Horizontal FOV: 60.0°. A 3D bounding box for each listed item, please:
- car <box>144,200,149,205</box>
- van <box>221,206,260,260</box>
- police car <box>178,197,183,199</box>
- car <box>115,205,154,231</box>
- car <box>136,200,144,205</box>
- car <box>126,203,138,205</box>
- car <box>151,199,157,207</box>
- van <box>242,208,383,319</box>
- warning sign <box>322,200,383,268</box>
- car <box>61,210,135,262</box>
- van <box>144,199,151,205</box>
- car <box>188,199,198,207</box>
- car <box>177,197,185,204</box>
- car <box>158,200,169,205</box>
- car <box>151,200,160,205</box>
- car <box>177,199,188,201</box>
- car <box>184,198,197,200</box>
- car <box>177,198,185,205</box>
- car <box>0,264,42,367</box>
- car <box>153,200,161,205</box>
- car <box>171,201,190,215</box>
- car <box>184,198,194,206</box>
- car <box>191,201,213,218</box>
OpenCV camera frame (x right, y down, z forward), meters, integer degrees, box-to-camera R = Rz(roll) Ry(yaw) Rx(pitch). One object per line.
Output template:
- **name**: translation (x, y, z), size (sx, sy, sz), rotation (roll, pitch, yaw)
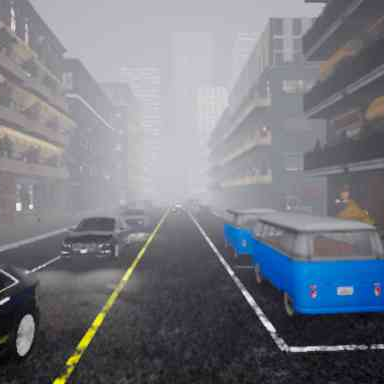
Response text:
- **car**: translation (-7.607, 2.194, 46.129), size (2.008, 1.369, 4.403), rotation (-1, -1, -2)
- **van**: translation (2.179, 1.474, 12.886), size (1.690, 1.788, 3.998), rotation (-1, -1, -2)
- **police car**: translation (-2.588, 2.421, 79.708), size (1.930, 1.638, 5.238), rotation (-1, -1, -2)
- **car**: translation (-4.059, 1.879, 23.570), size (2.033, 1.411, 5.357), rotation (-1, -1, -3)
- **car**: translation (-7.367, 2.013, 40.534), size (1.967, 1.590, 4.097), rotation (-1, -1, -2)
- **car**: translation (-7.122, 2.085, 34.937), size (1.802, 1.307, 4.206), rotation (-1, -1, -2)
- **car**: translation (-8.361, 2.171, 62.920), size (2.192, 1.841, 5.009), rotation (-1, -1, -2)
- **van**: translation (2.421, 1.404, 7.289), size (1.690, 1.788, 3.998), rotation (-1, -1, -2)
- **warning sign**: translation (4.713, 1.183, 9.831), size (1.300, 1.860, 1.060), rotation (0, 0, -2)
- **car**: translation (-3.614, 1.706, 13.205), size (1.837, 1.490, 4.892), rotation (-1, -1, -2)
- **van**: translation (-7.853, 2.055, 51.728), size (1.690, 1.788, 3.998), rotation (-1, -1, -2)
- **car**: translation (0.726, 2.082, 46.632), size (1.752, 1.417, 4.829), rotation (-1, -1, -2)
- **car**: translation (-3.174, 2.420, 95.613), size (2.150, 2.045, 5.566), rotation (-1, -1, -2)
- **car**: translation (-6.284, 2.295, 77.261), size (2.033, 1.411, 5.357), rotation (-1, -1, -2)
- **car**: translation (-9.331, 2.721, 85.302), size (1.802, 1.307, 4.206), rotation (-1, -1, -2)
- **car**: translation (-2.023, 2.160, 50.504), size (1.812, 1.442, 4.674), rotation (-1, -1, -2)
- **car**: translation (0.244, 2.010, 57.658), size (2.192, 1.841, 5.009), rotation (-1, -1, -2)
- **car**: translation (-2.913, 2.470, 89.558), size (2.097, 1.767, 4.553), rotation (-1, -1, -2)
- **car**: translation (-3.176, 1.581, 3.215), size (1.837, 1.490, 4.892), rotation (-1, -1, -1)
- **car**: translation (-9.573, 2.792, 90.899), size (1.802, 1.307, 4.206), rotation (-1, -1, -2)
- **car**: translation (-1.591, 2.109, 40.512), size (1.895, 1.301, 4.718), rotation (-1, -1, -3)
- **car**: translation (-0.723, 2.293, 80.043), size (2.192, 1.841, 5.009), rotation (-1, -1, -2)
- **car**: translation (1.218, 1.995, 35.269), size (1.802, 1.307, 4.206), rotation (-1, -1, -2)
